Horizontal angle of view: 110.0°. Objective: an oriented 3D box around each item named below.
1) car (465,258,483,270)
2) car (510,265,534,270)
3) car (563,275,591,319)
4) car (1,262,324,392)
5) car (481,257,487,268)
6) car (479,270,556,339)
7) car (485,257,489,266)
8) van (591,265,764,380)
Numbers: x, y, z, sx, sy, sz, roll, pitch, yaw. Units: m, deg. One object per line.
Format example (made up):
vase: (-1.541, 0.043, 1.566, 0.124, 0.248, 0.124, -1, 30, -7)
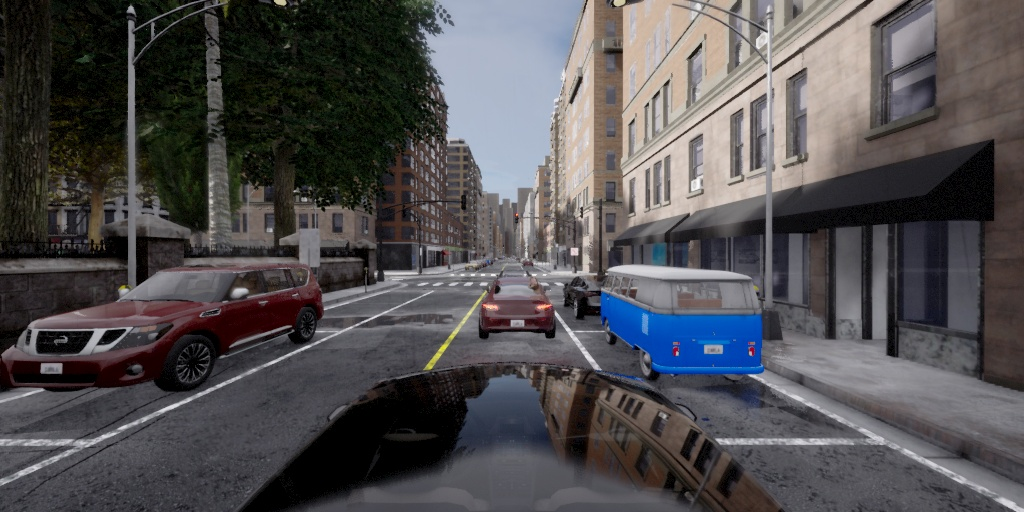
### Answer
car: (-5.558, 1.248, 50.442, 1.751, 1.417, 4.829, 0, 0, 0)
car: (0.114, 1.345, 18.807, 1.895, 1.301, 4.718, 0, 0, -1)
car: (2.881, 1.313, 12.604, 1.948, 1.339, 4.313, 0, 0, 0)
car: (-5.657, 1.064, 6.923, 2.192, 1.841, 5.009, 0, 0, 0)
car: (-5.545, 1.271, 56.062, 2.007, 1.370, 4.403, 0, 0, 0)
car: (0.124, 1.274, 9.985, 1.812, 1.442, 4.674, 0, 0, 0)
car: (-5.533, 1.265, 61.513, 1.888, 1.381, 4.507, 0, 0, 0)
van: (2.868, 1.090, 6.944, 1.690, 1.789, 3.998, 0, 0, 0)
